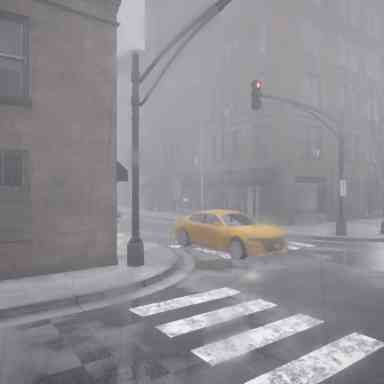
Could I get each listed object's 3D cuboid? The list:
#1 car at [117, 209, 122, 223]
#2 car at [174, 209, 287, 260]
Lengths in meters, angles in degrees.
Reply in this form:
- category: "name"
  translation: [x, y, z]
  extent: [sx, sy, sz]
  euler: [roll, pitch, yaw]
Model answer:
- category: "car"
  translation: [-6.618, 1.358, 23.517]
  extent: [2.128, 1.511, 4.902]
  euler: [0, 0, -36]
- category: "car"
  translation: [1.230, 1.426, 12.537]
  extent: [1.882, 1.535, 5.008]
  euler: [0, 0, -36]
